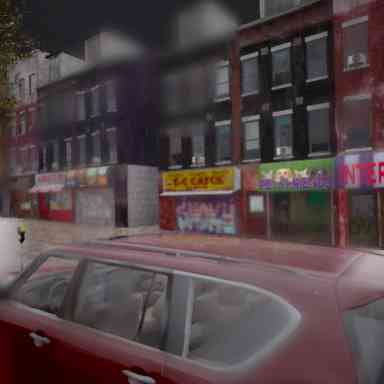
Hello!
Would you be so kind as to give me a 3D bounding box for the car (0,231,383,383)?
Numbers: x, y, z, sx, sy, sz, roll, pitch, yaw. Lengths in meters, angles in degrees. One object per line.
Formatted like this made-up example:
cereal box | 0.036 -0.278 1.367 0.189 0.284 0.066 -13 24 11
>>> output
car | -0.514 1.315 3.209 5.009 1.841 2.192 0 -1 36
